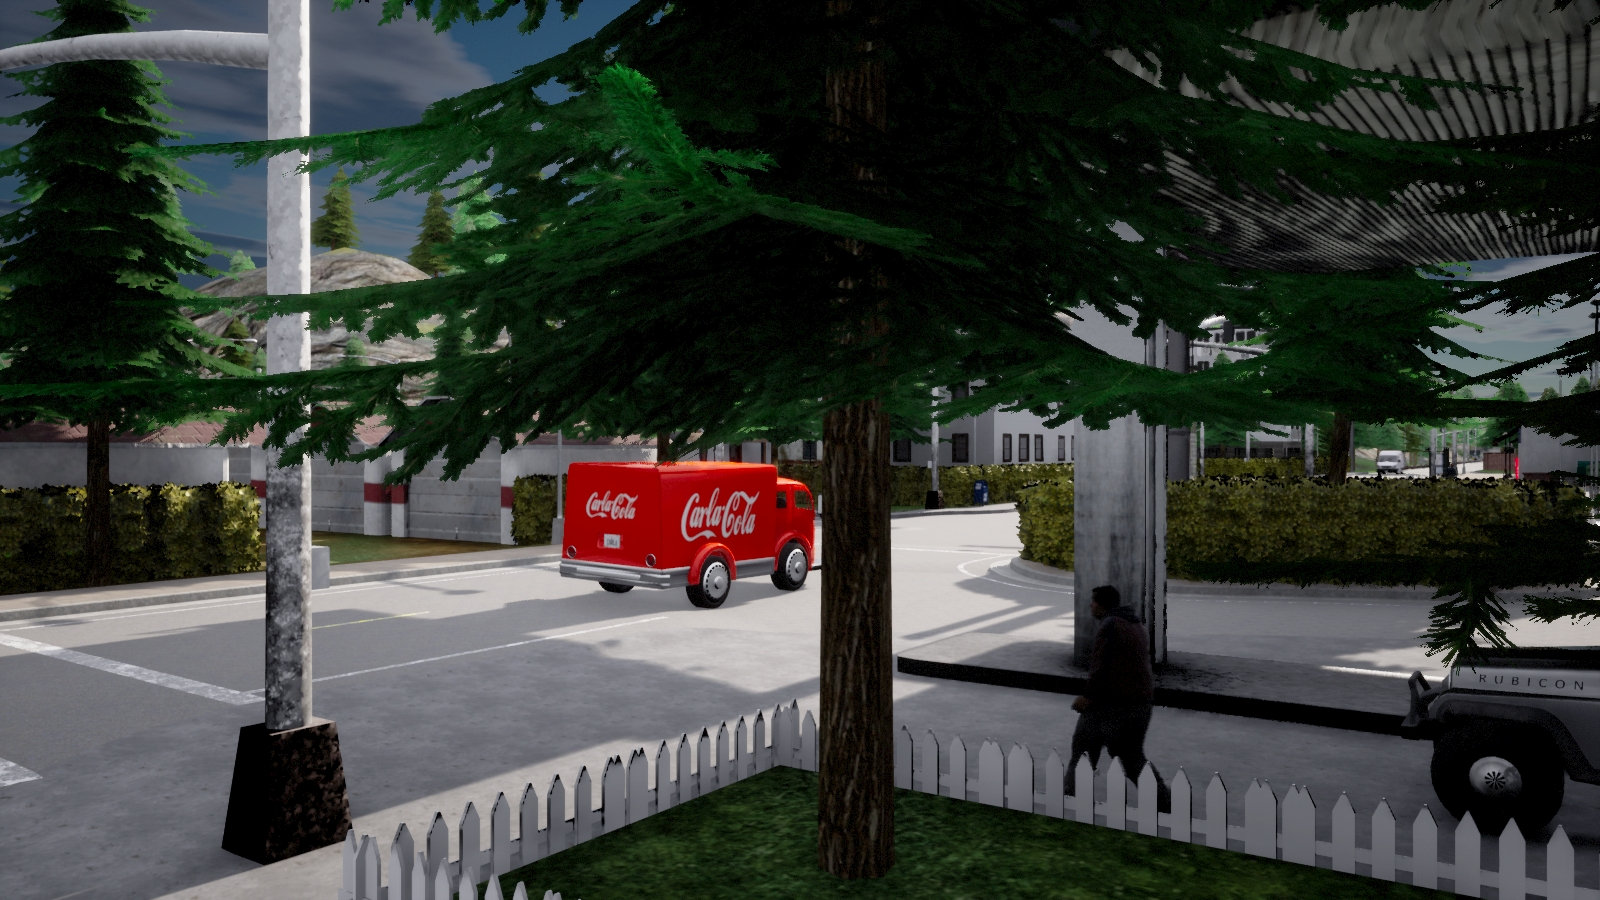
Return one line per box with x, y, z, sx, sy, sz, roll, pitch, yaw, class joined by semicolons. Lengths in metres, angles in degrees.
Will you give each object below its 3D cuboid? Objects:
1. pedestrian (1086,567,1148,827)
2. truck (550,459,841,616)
2.406;1.844;8.660;0.375;1.860;0.375;0;0;28;pedestrian
-1.780;1.449;21.356;2.627;2.467;5.204;2;0;35;truck
